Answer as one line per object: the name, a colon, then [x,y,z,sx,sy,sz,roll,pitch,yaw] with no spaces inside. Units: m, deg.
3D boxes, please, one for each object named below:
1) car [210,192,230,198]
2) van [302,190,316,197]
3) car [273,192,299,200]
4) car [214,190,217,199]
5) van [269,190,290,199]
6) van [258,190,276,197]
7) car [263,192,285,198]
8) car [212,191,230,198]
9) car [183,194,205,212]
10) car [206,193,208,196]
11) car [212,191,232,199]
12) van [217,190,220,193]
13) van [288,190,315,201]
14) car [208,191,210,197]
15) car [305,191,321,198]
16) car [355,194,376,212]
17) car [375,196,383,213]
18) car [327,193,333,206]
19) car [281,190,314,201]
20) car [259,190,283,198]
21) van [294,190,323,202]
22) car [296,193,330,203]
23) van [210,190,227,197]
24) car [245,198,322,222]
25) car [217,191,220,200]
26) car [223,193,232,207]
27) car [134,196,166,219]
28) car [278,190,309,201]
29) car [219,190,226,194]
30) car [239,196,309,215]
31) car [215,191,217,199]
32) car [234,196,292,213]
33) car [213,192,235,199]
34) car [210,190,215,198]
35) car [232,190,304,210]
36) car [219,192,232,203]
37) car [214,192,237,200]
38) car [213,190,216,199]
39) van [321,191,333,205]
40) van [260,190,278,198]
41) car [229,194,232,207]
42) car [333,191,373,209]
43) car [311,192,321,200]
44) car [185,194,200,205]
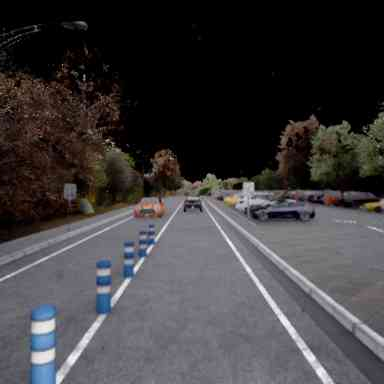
car: [7.298,0.752,86.135,5.008,1.535,2.097,0,0,0]
van: [19.998,0.767,52.637,4.442,1.987,1.878,0,1,0]
car: [20.262,0.848,72.045,5.008,1.535,2.097,0,0,0]
car: [7.090,0.944,63.927,4.792,1.488,2.163,0,0,0]
van: [20.431,0.581,77.707,4.442,1.987,1.878,0,0,0]
van: [20.544,0.481,91.432,4.442,1.987,1.878,0,0,0]
car: [20.353,0.767,83.125,5.008,1.535,2.097,0,0,0]
car: [7.249,0.647,83.358,4.553,1.767,2.185,0,0,0]
car: [0.108,1.205,34.859,1.837,1.490,4.892,0,0,0]
car: [7.401,0.440,94.461,5.566,2.045,2.435,0,0,0]
car: [7.226,0.667,80.582,4.553,1.767,2.185,0,0,0]
van: [7.190,0.729,58.372,4.442,1.987,1.878,0,0,0]
van: [20.058,0.703,60.963,4.442,1.987,1.878,0,0,0]
car: [7.049,0.810,77.809,5.366,1.575,1.946,0,0,0]
car: [20.113,1.048,49.887,4.792,1.488,2.163,0,1,0]
car: [19.761,1.261,33.277,5.366,1.575,1.946,0,1,0]
car: [19.920,1.349,30.507,4.674,1.452,2.002,0,1,0]
car: [19.987,1.161,41.584,4.792,1.488,2.163,0,1,0]
car: [20.170,0.657,63.732,5.566,2.045,2.435,0,0,0]
car: [20.355,0.495,86.018,5.566,2.045,2.435,0,0,0]
van: [20.269,0.723,58.191,4.442,1.987,1.878,0,0,0]
car: [20.135,0.969,55.424,5.008,1.535,2.097,0,0,0]
van: [7.233,0.486,91.687,4.442,1.987,1.878,0,0,0]
car: [6.769,1.433,25.076,4.792,1.488,2.163,0,1,0]
car: [7.080,1.005,55.598,4.792,1.488,2.163,0,0,0]
car: [6.727,1.178,38.956,5.366,1.575,1.946,0,1,0]
car: [-3.335,1.142,26.915,2.097,1.767,4.553,0,1,0]
car: [20.193,0.637,66.502,5.566,2.045,2.435,0,0,0]
car: [7.059,0.872,52.824,4.553,1.767,2.185,0,1,0]
car: [6.826,1.359,27.851,5.008,1.535,2.097,0,1,0]
car: [7.068,0.964,61.151,4.792,1.488,2.163,0,0,0]
car: [7.052,1.267,33.401,5.366,1.575,1.946,0,1,0]
car: [7.205,0.834,75.031,4.892,1.521,2.231,0,0,0]
car: [6.980,0.871,69.481,5.366,1.575,1.946,0,0,0]
car: [6.872,1.063,30.623,5.566,2.045,2.435,0,1,0]
car: [6.774,1.090,44.628,5.366,1.575,1.946,0,1,0]
car: [7.195,0.855,72.255,4.892,1.521,2.231,0,0,0]
car: [7.114,0.924,66.704,4.792,1.488,2.163,0,0,0]
van: [20.155,0.862,44.473,4.442,1.987,1.878,0,1,0]
van: [20.523,0.500,88.787,4.442,1.987,1.878,0,0,0]
car: [6.896,1.227,36.179,4.892,1.521,2.231,0,1,0]
car: [20.020,0.924,38.810,5.566,2.045,2.435,0,1,0]
car: [20.091,1.079,47.248,4.792,1.488,2.163,0,1,0]
car: [0.144,1.041,49.847,2.128,1.511,4.902,0,1,1]
